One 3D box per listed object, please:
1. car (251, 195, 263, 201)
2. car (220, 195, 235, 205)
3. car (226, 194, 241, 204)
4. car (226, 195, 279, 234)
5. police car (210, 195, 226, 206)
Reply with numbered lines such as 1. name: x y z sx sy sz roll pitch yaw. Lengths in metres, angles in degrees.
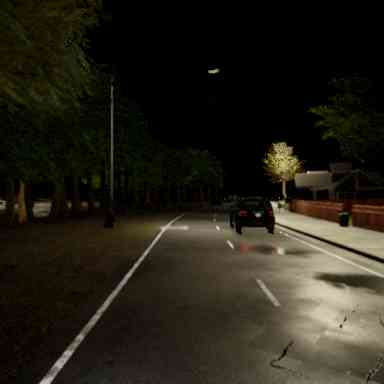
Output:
1. car: 18.276 1.682 93.478 2.097 1.767 4.553 0 0 28
2. car: 7.700 1.594 71.877 2.150 2.045 5.566 0 0 19
3. car: 9.786 1.608 77.474 2.150 2.045 5.566 0 0 22
4. car: 3.608 1.364 20.645 2.150 2.045 5.566 0 0 1
5. police car: 4.726 1.772 62.462 1.930 1.638 5.238 0 0 16
